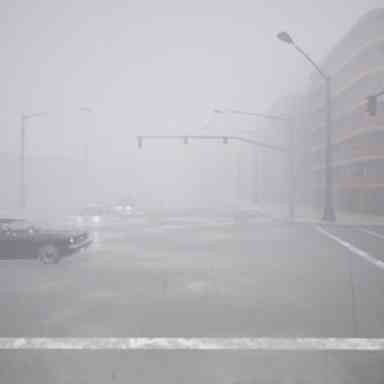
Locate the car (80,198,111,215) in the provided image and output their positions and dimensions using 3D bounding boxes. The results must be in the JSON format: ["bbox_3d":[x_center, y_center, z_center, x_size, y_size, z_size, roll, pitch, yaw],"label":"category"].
[{"bbox_3d":[-9.121,1.342,31.735,1.812,1.442,4.674,0,1,2],"label":"car"}]

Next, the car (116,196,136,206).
[{"bbox_3d":[-8.778,1.167,44.602,1.994,1.385,4.181,0,1,1],"label":"car"}]

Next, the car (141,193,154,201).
[{"bbox_3d":[-8.240,0.814,62.106,2.033,1.411,5.357,0,1,2],"label":"car"}]

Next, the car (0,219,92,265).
[{"bbox_3d":[-5.822,1.557,10.918,4.718,1.301,1.895,0,0,0],"label":"car"}]
